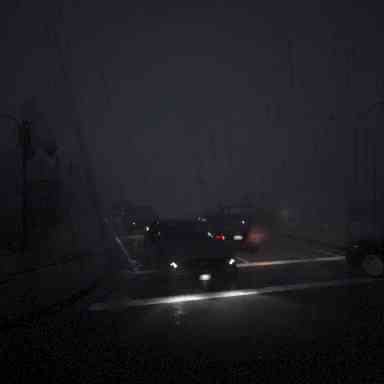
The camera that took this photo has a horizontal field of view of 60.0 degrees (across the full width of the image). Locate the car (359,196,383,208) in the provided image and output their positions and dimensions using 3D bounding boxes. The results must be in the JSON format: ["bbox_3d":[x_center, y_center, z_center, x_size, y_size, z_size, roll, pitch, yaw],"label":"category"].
[{"bbox_3d":[23.875,1.273,43.219,1.845,1.501,3.633,0,0,-17],"label":"car"}]

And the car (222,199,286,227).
[{"bbox_3d":[2.840,1.466,19.907,5.357,1.411,2.033,-3,1,-15],"label":"car"}]

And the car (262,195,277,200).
[{"bbox_3d":[10.314,1.277,47.135,2.152,1.636,5.027,0,0,-17],"label":"car"}]

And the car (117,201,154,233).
[{"bbox_3d":[-3.111,1.529,19.954,2.033,1.411,5.357,0,0,-17],"label":"car"}]

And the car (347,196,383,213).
[{"bbox_3d":[15.578,1.356,29.226,1.970,1.475,3.806,0,0,-17],"label":"car"}]

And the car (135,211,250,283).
[{"bbox_3d":[-0.370,1.543,10.122,2.033,1.411,5.357,0,0,-15],"label":"car"}]

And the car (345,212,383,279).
[{"bbox_3d":[6.534,1.475,8.257,5.008,1.535,1.882,0,0,39],"label":"car"}]

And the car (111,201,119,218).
[{"bbox_3d":[-6.280,1.515,30.103,2.033,1.411,5.357,0,0,-17],"label":"car"}]

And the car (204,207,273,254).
[{"bbox_3d":[1.348,1.538,13.403,2.033,1.411,5.357,0,0,-4],"label":"car"}]

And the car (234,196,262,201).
[{"bbox_3d":[7.327,1.287,46.177,2.007,1.523,4.514,0,0,-17],"label":"car"}]
